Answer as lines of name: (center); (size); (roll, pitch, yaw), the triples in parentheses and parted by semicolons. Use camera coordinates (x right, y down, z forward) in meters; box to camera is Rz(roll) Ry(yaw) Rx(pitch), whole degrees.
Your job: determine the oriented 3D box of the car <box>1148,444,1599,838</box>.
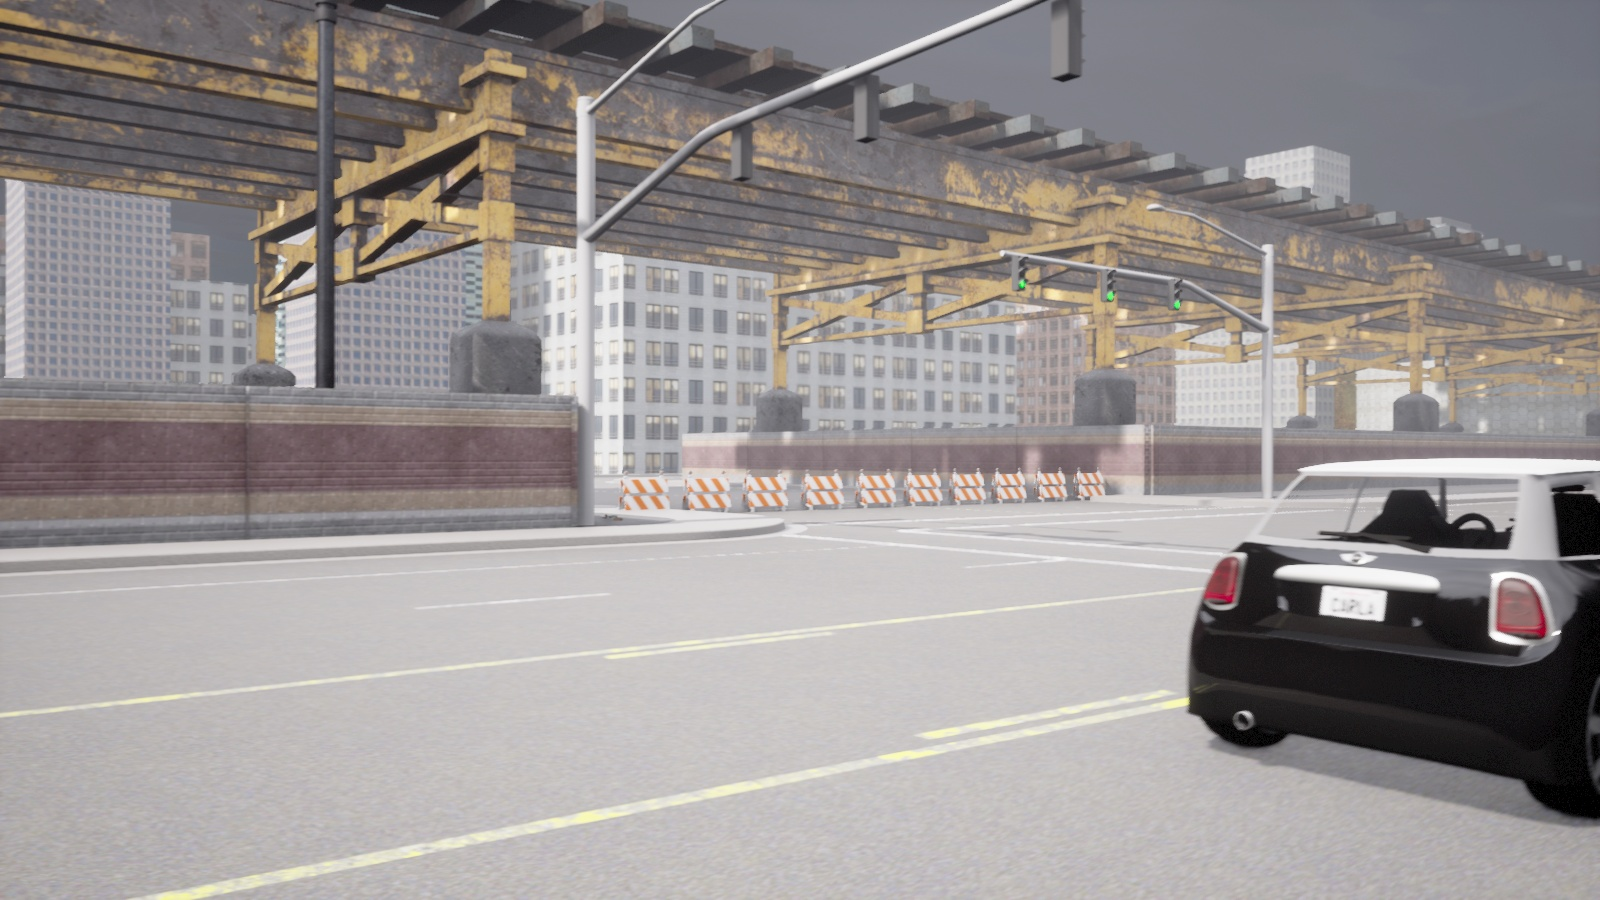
car: (3.852, 0.720, 6.642); (3.806, 1.475, 1.970); (0, 0, -37)
